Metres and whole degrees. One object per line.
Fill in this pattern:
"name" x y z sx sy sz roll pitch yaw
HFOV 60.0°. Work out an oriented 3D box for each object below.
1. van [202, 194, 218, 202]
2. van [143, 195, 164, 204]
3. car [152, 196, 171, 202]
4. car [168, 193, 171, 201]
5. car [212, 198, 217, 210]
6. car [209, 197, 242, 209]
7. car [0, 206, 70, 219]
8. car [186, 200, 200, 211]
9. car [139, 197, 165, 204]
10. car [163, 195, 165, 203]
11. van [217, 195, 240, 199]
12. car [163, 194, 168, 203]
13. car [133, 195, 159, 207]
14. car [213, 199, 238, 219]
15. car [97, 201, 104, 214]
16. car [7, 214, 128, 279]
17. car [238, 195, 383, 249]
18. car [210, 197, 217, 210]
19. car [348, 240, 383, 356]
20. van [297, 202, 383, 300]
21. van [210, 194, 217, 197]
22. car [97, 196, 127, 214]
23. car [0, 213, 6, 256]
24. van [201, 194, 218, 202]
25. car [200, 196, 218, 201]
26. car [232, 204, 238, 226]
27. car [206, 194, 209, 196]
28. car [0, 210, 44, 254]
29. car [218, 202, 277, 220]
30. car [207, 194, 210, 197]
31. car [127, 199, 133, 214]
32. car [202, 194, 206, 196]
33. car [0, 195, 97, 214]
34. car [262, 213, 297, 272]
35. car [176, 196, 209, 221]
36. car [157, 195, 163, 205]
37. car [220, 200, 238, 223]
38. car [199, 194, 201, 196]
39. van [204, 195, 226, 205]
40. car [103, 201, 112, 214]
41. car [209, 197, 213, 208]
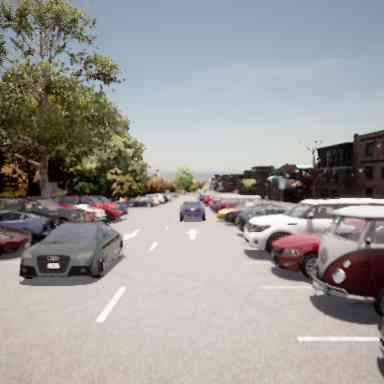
"van" 4.906 1.626 90.614 4.442 1.987 1.878 0 0 0
"van" -8.415 1.590 73.232 4.442 1.987 1.878 0 0 0
"car" -8.285 1.853 89.892 5.008 1.535 2.097 0 0 0
"car" -8.326 1.580 76.009 5.566 2.045 2.435 0 0 0
"car" 4.793 1.633 34.544 4.792 1.488 2.163 0 0 0
"car" 4.801 1.555 48.561 4.553 1.767 2.185 0 0 0
"car" -8.354 1.544 14.778 4.792 1.488 2.163 0 0 0
"car" 0.124 1.785 45.498 1.895 1.301 4.718 0 0 0
"car" -8.486 1.798 70.457 5.366 1.575 1.946 0 0 0
"car" -8.274 1.800 64.905 4.792 1.488 2.163 0 0 0
"van" 4.879 1.363 31.742 4.442 1.987 1.878 0 0 0
"car" -8.330 1.534 67.682 5.566 2.045 2.435 0 0 0
"car" -8.313 1.711 53.801 4.892 1.521 2.231 0 0 0
"car" 4.574 1.555 26.134 5.366 1.575 1.946 0 0 0
"car" -8.317 1.533 20.348 5.008 1.535 2.097 0 0 0
"car" -3.338 1.587 10.002 1.994 1.385 4.181 0 0 0
"car" 4.725 1.256 12.122 5.566 2.045 2.435 0 0 0
"car" 4.794 1.649 37.347 4.792 1.488 2.163 0 0 0
"car" 4.754 1.490 3.711 4.892 1.521 2.231 0 0 0
"van" 4.634 1.269 6.515 4.442 1.987 1.878 0 0 0
"van" 4.884 1.424 42.955 4.442 1.987 1.878 0 0 0
"car" -8.291 1.306 25.918 5.566 2.045 2.435 0 0 0
"car" -8.322 1.502 9.208 5.008 1.535 2.097 0 0 0
"van" 4.672 1.628 87.813 4.442 1.987 1.878 0 0 0
"car" 4.796 1.846 93.422 5.008 1.535 2.097 0 0 0
"car" 4.785 1.552 17.726 4.792 1.488 2.163 0 0 0
"car" 4.802 1.570 51.364 4.553 1.767 2.185 0 0 0
"car" -8.297 1.538 11.993 4.792 1.488 2.163 0 0 0
"car" 4.732 1.603 28.937 4.792 1.488 2.163 0 0 0
"car" 4.737 1.539 45.757 4.553 1.767 2.185 0 0 0
"car" -8.291 1.321 28.579 5.566 2.045 2.435 0 0 0
"car" 4.801 1.460 54.168 5.566 2.045 2.435 0 0 0
"car" -8.296 1.271 17.562 5.566 2.045 2.435 0 0 0
"car" 4.757 1.501 9.318 5.008 1.535 2.097 0 0 0
"car" -0.074 1.443 28.637 2.097 1.767 4.553 0 0 -4
"car" -8.121 1.722 56.578 5.366 1.575 1.946 0 0 0
"car" 4.763 1.544 23.334 5.008 1.535 2.097 0 0 0
"car" 4.810 1.567 73.792 5.566 2.045 2.435 0 0 0
"van" 4.662 1.562 68.184 4.442 1.987 1.878 0 0 0
"car" -8.319 1.583 23.009 4.674 1.452 2.002 0 0 0
"car" 4.771 1.634 40.151 5.008 1.535 2.097 0 0 0
